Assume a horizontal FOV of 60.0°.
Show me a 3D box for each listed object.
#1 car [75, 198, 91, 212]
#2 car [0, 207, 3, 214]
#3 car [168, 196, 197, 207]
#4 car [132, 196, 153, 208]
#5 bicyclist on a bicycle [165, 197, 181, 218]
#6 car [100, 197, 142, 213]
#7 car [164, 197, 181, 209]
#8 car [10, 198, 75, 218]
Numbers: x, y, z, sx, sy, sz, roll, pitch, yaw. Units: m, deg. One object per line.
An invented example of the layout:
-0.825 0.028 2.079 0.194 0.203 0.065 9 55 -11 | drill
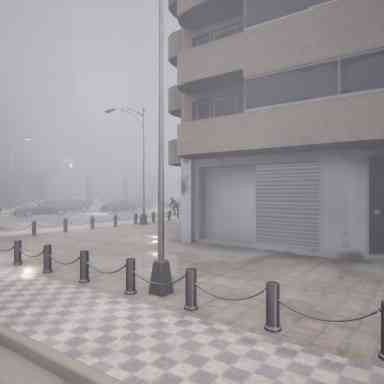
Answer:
-13.097 1.449 35.165 1.837 1.490 4.892 0 0 36 | car
-18.581 1.545 27.626 1.895 1.301 4.718 0 0 36 | car
-1.371 1.449 51.296 1.837 1.490 4.892 0 0 36 | car
-7.229 1.296 43.247 2.097 1.767 4.553 0 0 36 | car
-1.503 1.246 26.483 1.656 1.620 0.582 0 0 36 | bicyclist on a bicycle
-7.969 1.508 36.275 1.994 1.385 4.181 0 0 36 | car
-2.111 1.508 44.344 1.994 1.385 4.181 0 0 36 | car
-13.202 1.436 29.059 2.128 1.511 4.902 0 0 36 | car
